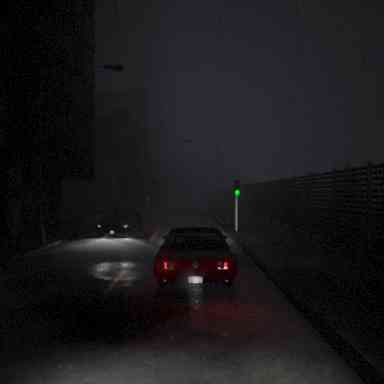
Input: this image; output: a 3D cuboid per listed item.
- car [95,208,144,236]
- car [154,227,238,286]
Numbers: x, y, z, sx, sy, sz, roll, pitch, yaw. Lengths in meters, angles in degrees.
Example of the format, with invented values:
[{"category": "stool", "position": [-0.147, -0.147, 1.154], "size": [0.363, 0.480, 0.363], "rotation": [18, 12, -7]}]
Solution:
[{"category": "car", "position": [-4.024, 1.656, 19.421], "size": [2.033, 1.411, 5.357], "rotation": [0, 0, 0]}, {"category": "car", "position": [0.084, 1.655, 9.542], "size": [1.895, 1.301, 4.718], "rotation": [0, 0, 0]}]
